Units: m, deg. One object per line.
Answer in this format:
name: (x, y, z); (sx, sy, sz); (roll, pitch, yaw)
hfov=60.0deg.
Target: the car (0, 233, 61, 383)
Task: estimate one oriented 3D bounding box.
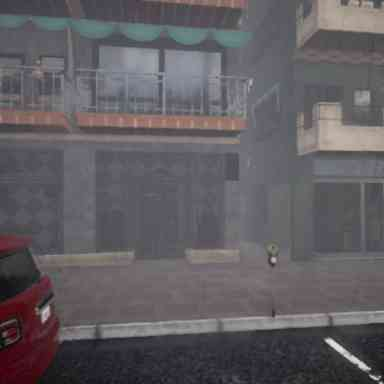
car: (-3.922, 1.374, 3.220); (5.009, 1.841, 2.192); (0, -1, -8)
